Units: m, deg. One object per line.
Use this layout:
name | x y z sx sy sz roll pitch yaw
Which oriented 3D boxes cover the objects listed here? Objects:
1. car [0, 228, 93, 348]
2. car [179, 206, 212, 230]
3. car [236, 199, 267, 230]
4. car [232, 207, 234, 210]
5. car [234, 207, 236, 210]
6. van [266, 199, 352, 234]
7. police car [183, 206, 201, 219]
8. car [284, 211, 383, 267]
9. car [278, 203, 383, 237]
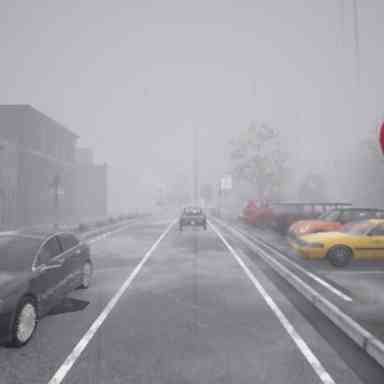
car | -3.356 1.524 6.397 1.837 1.490 4.892 0 -1 0
car | 0.060 1.834 23.843 2.128 1.511 4.902 0 -2 0
car | 6.232 1.524 23.196 5.566 2.045 2.435 0 -1 -1
car | 6.165 1.807 29.144 4.553 1.767 2.185 0 -2 -1
car | 6.174 1.852 26.106 5.008 1.535 2.097 0 -2 -1
van | 6.371 1.420 17.005 4.442 1.987 1.878 0 -1 0
police car | 0.013 2.534 41.526 2.038 1.542 4.974 0 -3 0
car | 6.112 1.549 11.045 5.366 1.575 1.946 0 -1 0
car | 6.307 1.466 13.966 4.553 1.767 2.185 0 -1 0
